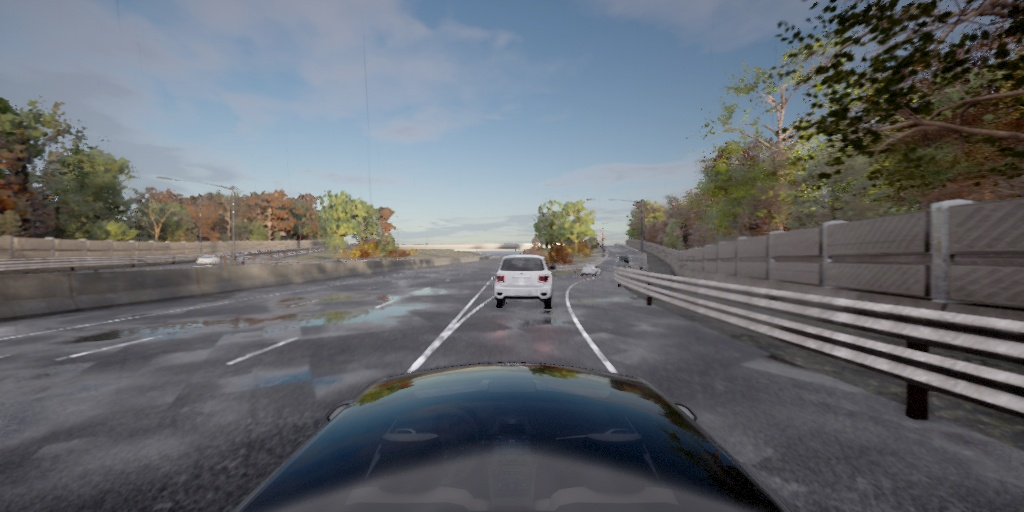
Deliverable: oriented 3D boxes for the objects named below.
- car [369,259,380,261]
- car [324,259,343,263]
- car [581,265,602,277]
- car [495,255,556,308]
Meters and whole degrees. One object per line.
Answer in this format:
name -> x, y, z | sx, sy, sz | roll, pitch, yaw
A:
car -> -21.058, 1.363, 57.035 | 1.895, 1.301, 4.718 | 0, 0, 1
car -> -28.062, 1.264, 56.305 | 1.837, 1.490, 4.892 | 0, 0, 1
car -> 10.304, 1.887, 46.484 | 1.812, 1.442, 4.674 | 0, -1, 25
car -> 0.669, 0.976, 15.479 | 2.150, 2.045, 5.566 | 0, 0, 7
